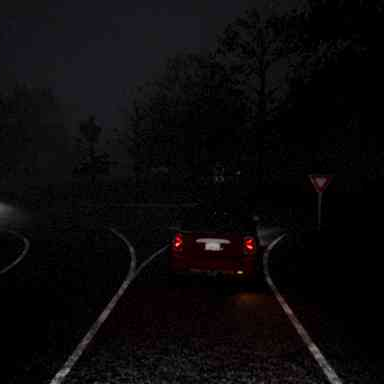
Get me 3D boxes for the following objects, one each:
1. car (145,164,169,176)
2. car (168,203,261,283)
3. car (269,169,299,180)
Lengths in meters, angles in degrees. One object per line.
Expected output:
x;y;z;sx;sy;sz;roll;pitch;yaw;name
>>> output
-6.231;-4.128;62.141;5.566;2.045;2.150;4;7;37;car
0.792;1.066;9.281;2.097;1.767;4.553;1;4;9;car
14.014;-2.752;50.982;2.128;1.511;4.902;-4;7;-39;car
